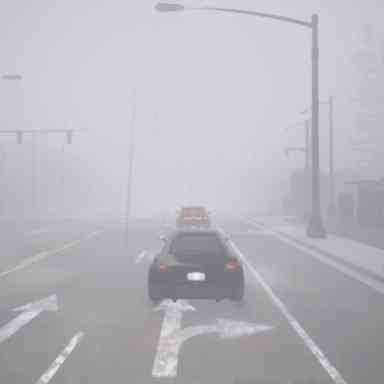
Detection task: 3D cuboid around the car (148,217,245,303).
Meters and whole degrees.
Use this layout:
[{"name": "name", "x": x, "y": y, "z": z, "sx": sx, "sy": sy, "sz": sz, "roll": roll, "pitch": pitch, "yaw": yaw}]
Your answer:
[{"name": "car", "x": 0.083, "y": 1.558, "z": 8.285, "sx": 1.994, "sy": 1.385, "sz": 4.181, "roll": 0, "pitch": 0, "yaw": 0}]

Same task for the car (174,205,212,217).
[{"name": "car", "x": 0.064, "y": 1.517, "z": 19.131, "sx": 1.837, "sy": 1.490, "sz": 4.892, "roll": 0, "pitch": 0, "yaw": 0}]
